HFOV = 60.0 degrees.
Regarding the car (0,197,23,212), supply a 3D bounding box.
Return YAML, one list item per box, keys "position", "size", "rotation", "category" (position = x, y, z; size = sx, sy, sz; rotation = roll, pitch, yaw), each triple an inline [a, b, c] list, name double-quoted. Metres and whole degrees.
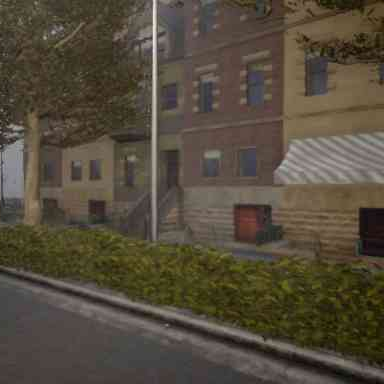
- position: [-18.390, 1.297, 34.830]
  size: [1.837, 1.490, 4.892]
  rotation: [0, 0, 36]
  category: "car"
